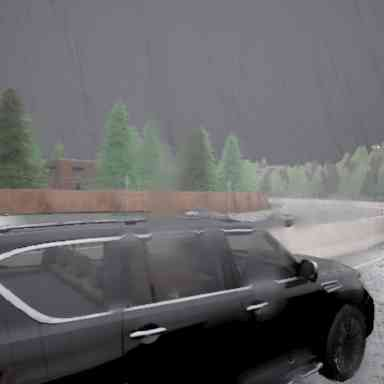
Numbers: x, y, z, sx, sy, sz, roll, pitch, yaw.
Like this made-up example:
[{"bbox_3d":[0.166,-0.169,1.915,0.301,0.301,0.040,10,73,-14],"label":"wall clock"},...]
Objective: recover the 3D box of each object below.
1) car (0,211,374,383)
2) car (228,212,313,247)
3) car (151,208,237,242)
[{"bbox_3d":[-0.122,1.250,3.790,5.566,2.045,2.150,1,-1,-38],"label":"car"},{"bbox_3d":[4.075,1.769,16.784,4.718,1.301,1.895,1,-1,-43],"label":"car"},{"bbox_3d":[0.237,1.676,18.016,4.674,1.442,1.812,1,-1,-42],"label":"car"}]
